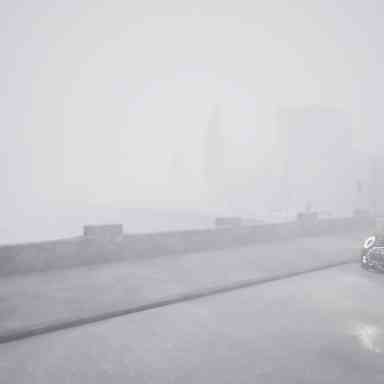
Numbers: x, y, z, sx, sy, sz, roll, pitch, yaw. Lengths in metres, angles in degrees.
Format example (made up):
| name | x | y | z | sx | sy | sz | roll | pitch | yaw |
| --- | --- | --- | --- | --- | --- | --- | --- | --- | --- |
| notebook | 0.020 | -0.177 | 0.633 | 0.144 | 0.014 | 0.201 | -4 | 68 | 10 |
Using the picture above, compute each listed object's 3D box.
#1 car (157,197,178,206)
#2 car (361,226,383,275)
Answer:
| name | x | y | z | sx | sy | sz | roll | pitch | yaw |
| --- | --- | --- | --- | --- | --- | --- | --- | --- | --- |
| car | -4.203 | 1.517 | 56.291 | 1.812 | 1.442 | 4.674 | 0 | 0 | -35 |
| car | 6.768 | 1.348 | 9.393 | 4.553 | 1.767 | 2.097 | 0 | 0 | -35 |
